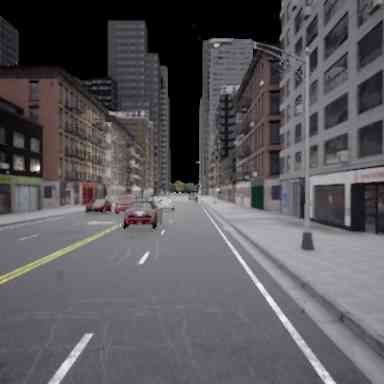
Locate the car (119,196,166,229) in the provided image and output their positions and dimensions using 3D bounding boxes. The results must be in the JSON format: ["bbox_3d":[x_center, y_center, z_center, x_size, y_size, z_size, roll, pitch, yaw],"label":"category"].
[{"bbox_3d":[-3.152,1.373,22.120,2.097,1.767,4.553,0,0,0],"label":"car"}]

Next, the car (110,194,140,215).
[{"bbox_3d":[-6.595,1.262,34.997,2.150,2.045,5.566,0,0,0],"label":"car"}]

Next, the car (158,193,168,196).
[{"bbox_3d":[-6.512,1.251,75.593,2.150,2.045,5.566,0,0,0],"label":"car"}]

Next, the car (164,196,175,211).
[{"bbox_3d":[-3.155,1.578,42.186,1.812,1.442,4.674,0,0,0],"label":"car"}]

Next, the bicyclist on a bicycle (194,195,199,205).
[{"bbox_3d":[0.884,1.456,61.020,0.659,1.776,1.843,0,0,0],"label":"bicyclist on a bicycle"}]

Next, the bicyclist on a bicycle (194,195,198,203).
[{"bbox_3d":[0.876,1.540,70.453,0.866,1.612,1.509,0,-1,0],"label":"bicyclist on a bicycle"}]

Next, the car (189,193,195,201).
[{"bbox_3d":[-0.015,1.648,91.548,2.128,1.511,4.902,0,0,0],"label":"car"}]

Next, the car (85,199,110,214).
[{"bbox_3d":[-9.841,1.519,35.465,1.882,1.535,5.008,0,0,0],"label":"car"}]
